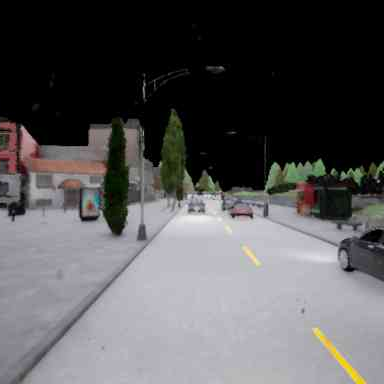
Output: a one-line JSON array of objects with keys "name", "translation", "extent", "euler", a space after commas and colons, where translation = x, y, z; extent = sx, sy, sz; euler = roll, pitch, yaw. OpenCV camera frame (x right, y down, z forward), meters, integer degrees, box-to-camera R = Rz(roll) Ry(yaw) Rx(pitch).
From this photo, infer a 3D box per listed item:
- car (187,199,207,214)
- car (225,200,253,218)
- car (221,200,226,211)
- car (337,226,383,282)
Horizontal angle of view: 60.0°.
[{"name": "car", "translation": [0.495, 1.532, 35.266], "extent": [2.128, 1.511, 4.902], "euler": [1, 0, 1]}, {"name": "car", "translation": [4.472, 1.641, 30.798], "extent": [1.994, 1.385, 4.181], "euler": [1, 0, 2]}, {"name": "car", "translation": [4.594, 1.636, 41.282], "extent": [2.033, 1.411, 5.357], "euler": [1, 0, 1]}, {"name": "car", "translation": [5.297, 1.567, 8.202], "extent": [1.837, 1.490, 4.892], "euler": [1, 0, 1]}]
